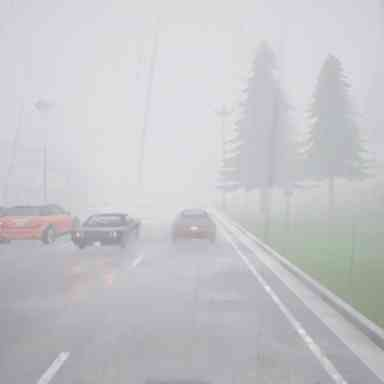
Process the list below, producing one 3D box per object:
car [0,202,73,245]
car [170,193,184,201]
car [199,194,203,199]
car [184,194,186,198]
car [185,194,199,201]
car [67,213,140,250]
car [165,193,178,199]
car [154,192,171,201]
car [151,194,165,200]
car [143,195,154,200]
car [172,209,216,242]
[{"bbox_3d":[-6.909,1.306,15.493,2.097,1.767,4.553,0,0,0],"label":"car"},{"bbox_3d":[-3.497,1.288,79.417,1.812,1.442,4.674,0,0,2],"label":"car"},{"bbox_3d":[1.467,1.242,89.279,1.994,1.385,4.181,0,0,17],"label":"car"},{"bbox_3d":[-2.159,1.132,89.298,2.033,1.411,5.357,0,0,17],"label":"car"},{"bbox_3d":[0.004,1.358,79.412,1.895,1.301,4.718,0,0,2],"label":"car"},{"bbox_3d":[-3.407,1.559,14.164,1.895,1.301,4.718,0,0,0],"label":"car"},{"bbox_3d":[-5.562,1.064,90.115,1.882,1.535,5.008,0,0,17],"label":"car"},{"bbox_3d":[-6.990,0.987,79.786,2.150,2.045,5.566,0,0,2],"label":"car"},{"bbox_3d":[-9.150,1.268,90.163,2.033,1.411,5.357,0,0,17],"label":"car"},{"bbox_3d":[-10.479,1.314,80.496,1.994,1.385,4.181,0,0,2],"label":"car"},{"bbox_3d":[0.092,1.516,16.215,1.994,1.385,4.181,0,0,0],"label":"car"}]
